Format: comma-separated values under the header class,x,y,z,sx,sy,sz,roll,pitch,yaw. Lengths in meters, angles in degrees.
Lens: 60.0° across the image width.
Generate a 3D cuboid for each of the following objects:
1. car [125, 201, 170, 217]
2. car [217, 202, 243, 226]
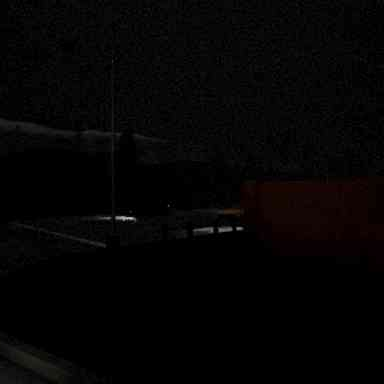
class,x,y,z,sx,sy,sz,roll,pitch,yaw
car,-4.001,1.516,30.525,1.994,1.385,4.181,0,0,45
car,3.806,1.457,23.483,1.882,1.535,5.008,0,0,45
